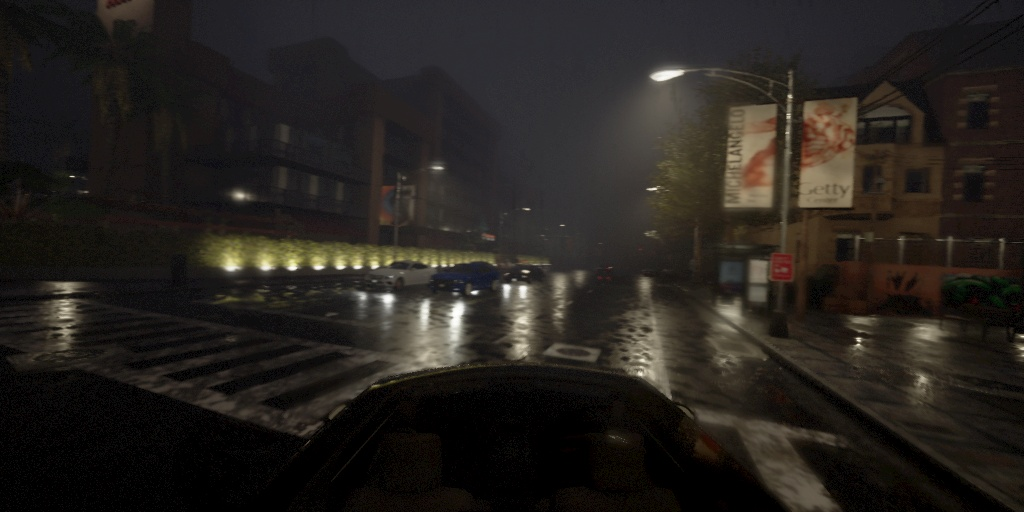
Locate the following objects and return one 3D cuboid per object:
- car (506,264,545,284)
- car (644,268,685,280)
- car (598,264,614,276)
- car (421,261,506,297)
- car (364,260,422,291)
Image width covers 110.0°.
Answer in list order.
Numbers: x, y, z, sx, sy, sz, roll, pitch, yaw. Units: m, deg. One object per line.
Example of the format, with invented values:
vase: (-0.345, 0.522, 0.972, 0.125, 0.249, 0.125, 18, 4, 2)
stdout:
car: (1.104, 1.338, 27.639, 2.033, 1.411, 5.357, 3, 0, 20)
car: (19.832, 2.320, 46.630, 5.357, 1.411, 2.033, 3, 0, -19)
car: (13.055, 1.902, 49.650, 2.128, 1.511, 4.902, 3, 0, 20)
car: (-2.278, 1.094, 18.417, 1.882, 1.535, 5.008, 3, 0, 20)
car: (-5.708, 0.960, 19.166, 1.812, 1.442, 4.674, 3, 0, 20)
